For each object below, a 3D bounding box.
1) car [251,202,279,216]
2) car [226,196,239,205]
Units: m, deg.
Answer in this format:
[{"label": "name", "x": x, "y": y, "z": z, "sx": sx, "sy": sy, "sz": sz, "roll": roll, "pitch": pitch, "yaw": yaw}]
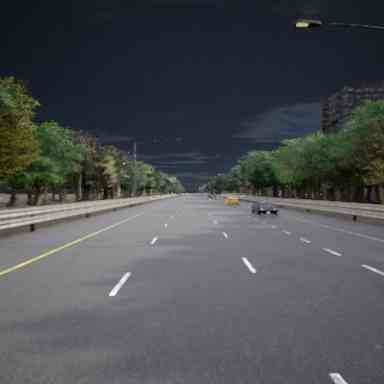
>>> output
[{"label": "car", "x": 7.002, "y": 1.610, "z": 32.673, "sx": 1.895, "sy": 1.301, "sz": 4.718, "roll": 0, "pitch": 0, "yaw": 0}, {"label": "car", "x": 7.059, "y": 1.534, "z": 58.680, "sx": 1.882, "sy": 1.535, "sz": 5.008, "roll": 0, "pitch": 0, "yaw": 0}]
